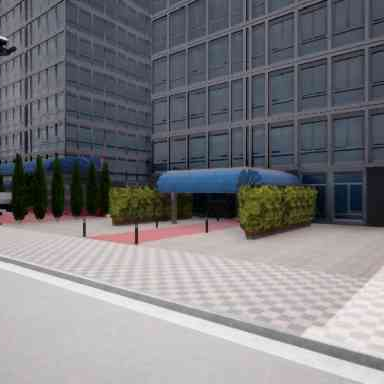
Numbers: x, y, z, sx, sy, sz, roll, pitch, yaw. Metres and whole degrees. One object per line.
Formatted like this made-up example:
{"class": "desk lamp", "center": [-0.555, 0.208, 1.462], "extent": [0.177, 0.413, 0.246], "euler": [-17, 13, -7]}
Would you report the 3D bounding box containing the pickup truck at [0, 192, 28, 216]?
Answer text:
{"class": "pickup truck", "center": [-15.317, 1.059, 27.938], "extent": [2.390, 2.098, 6.274], "euler": [0, 0, -22]}
